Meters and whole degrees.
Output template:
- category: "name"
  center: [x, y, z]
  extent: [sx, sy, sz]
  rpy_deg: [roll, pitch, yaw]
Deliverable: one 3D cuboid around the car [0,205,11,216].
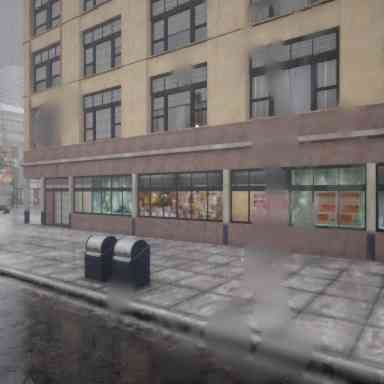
- category: "car"
  center: [-19.073, 1.505, 30.120]
  extent: [1.837, 1.490, 4.892]
  rpy_deg: [0, 0, 36]
